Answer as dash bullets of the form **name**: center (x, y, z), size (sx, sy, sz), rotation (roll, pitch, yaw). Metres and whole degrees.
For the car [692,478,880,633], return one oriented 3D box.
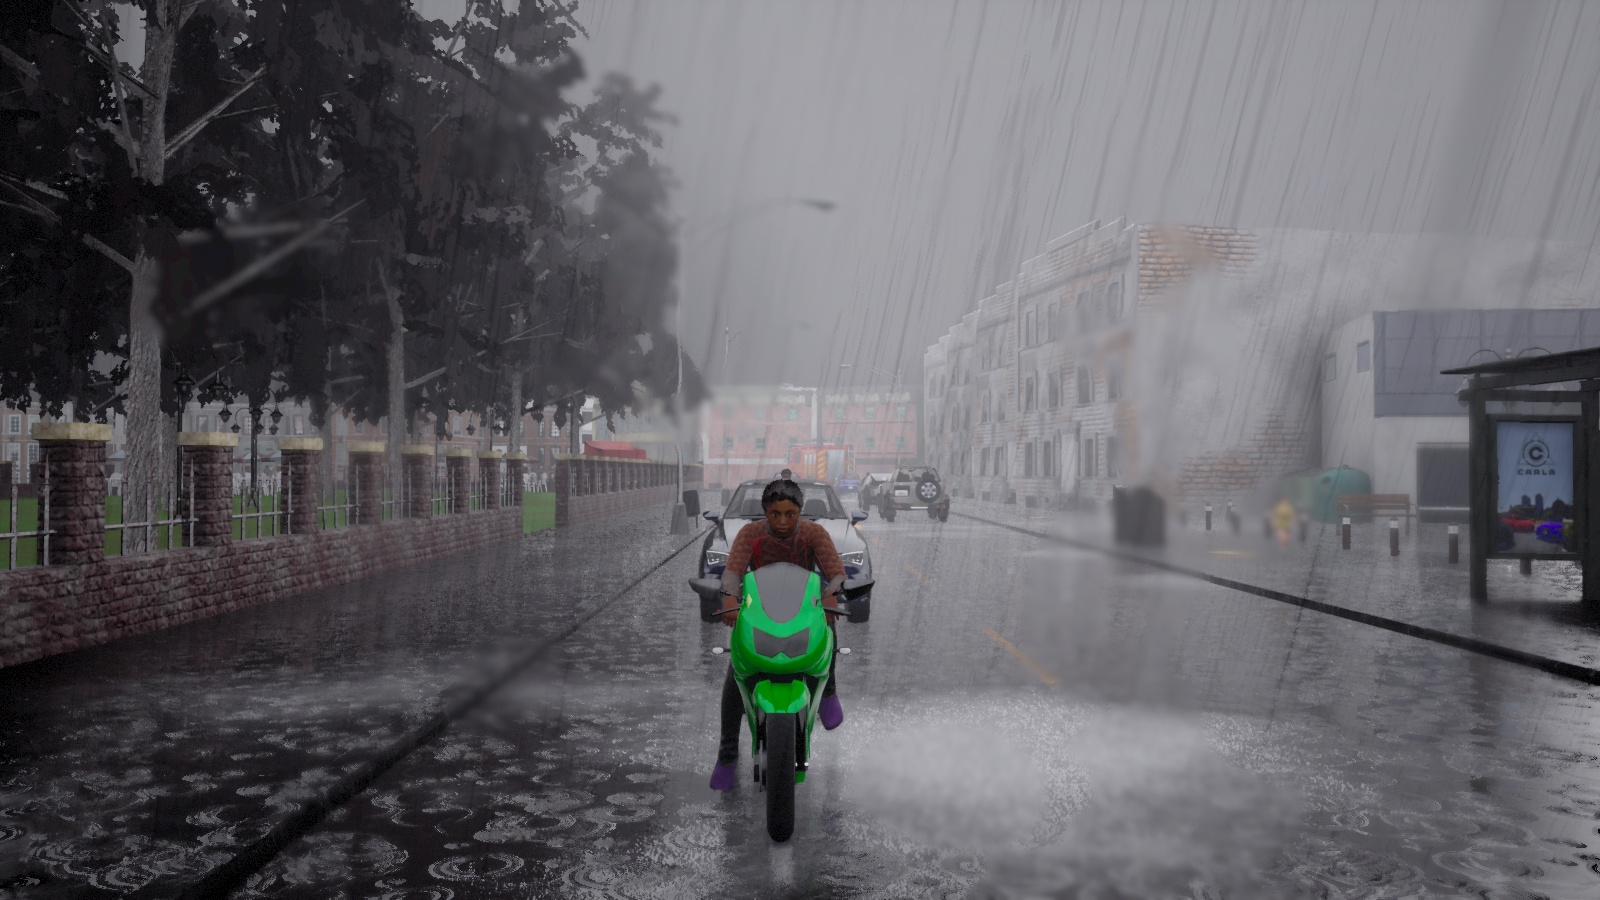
- **car**: center (-0.158, 1.068, 14.272), size (1.816, 1.474, 4.193), rotation (0, -1, -1)

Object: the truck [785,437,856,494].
- **truck**: center (1.367, 1.139, 89.502), size (2.891, 3.827, 8.468), rotation (0, -1, -15)

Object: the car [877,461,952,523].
- **car**: center (3.585, 1.291, 40.210), size (1.932, 1.855, 4.605), rotation (0, -1, -1)

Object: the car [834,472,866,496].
- **car**: center (3.144, 2.156, 80.021), size (1.816, 1.474, 4.193), rotation (0, -1, -1)

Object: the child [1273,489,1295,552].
- **child**: center (8.542, 1.239, 22.172), size (0.255, 1.110, 0.394), rotation (0, -1, 4)

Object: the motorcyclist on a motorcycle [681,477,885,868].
- **motorcyclist on a motorcycle**: center (-0.078, 0.897, 5.979), size (0.797, 1.523, 2.044), rotation (0, -1, -1)

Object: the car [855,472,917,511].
- **car**: center (3.461, 1.664, 51.555), size (2.163, 1.488, 4.792), rotation (0, -1, -1)
